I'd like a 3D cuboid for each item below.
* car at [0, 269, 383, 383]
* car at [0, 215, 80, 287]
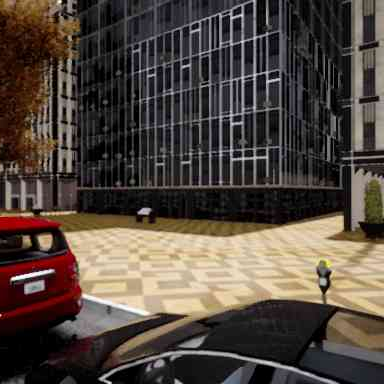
[{"bbox_3d":[0.516,1.566,2.506,4.313,1.339,1.947,0,0,35],"label":"car"},{"bbox_3d":[-3.991,1.318,5.698,5.009,1.841,2.192,0,0,35],"label":"car"}]
